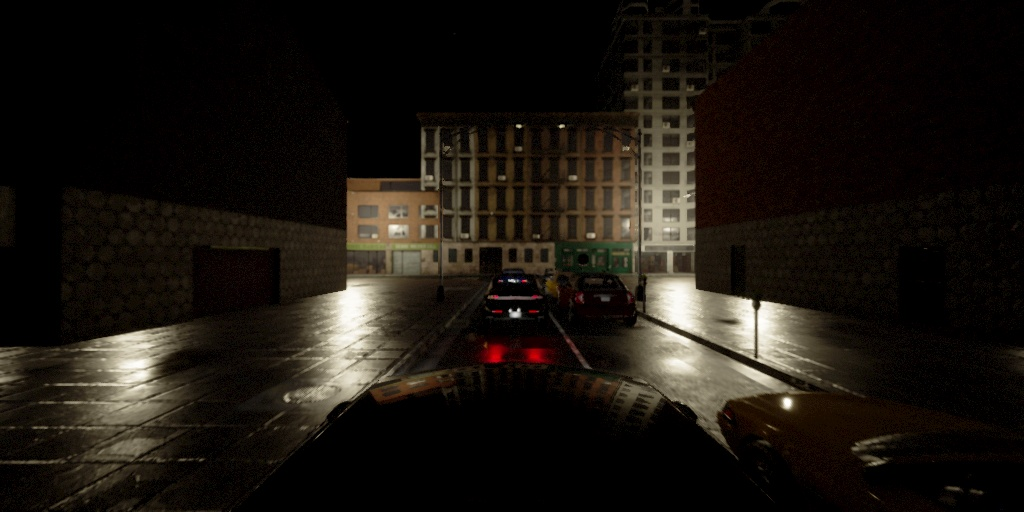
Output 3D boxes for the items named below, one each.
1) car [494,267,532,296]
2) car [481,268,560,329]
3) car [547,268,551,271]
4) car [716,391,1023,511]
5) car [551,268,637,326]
[{"bbox_3d":[0.084,1.408,21.426,2.033,1.411,5.357,0,0,1],"label":"car"},{"bbox_3d":[0.082,1.296,11.546,2.128,1.511,4.902,0,0,0],"label":"car"},{"bbox_3d":[2.606,1.364,17.623,1.751,1.417,4.829,0,0,0],"label":"car"},{"bbox_3d":[2.641,1.272,1.196,1.751,1.417,4.829,0,0,0],"label":"car"},{"bbox_3d":[2.618,1.247,11.977,1.967,1.591,4.097,0,0,0],"label":"car"}]
